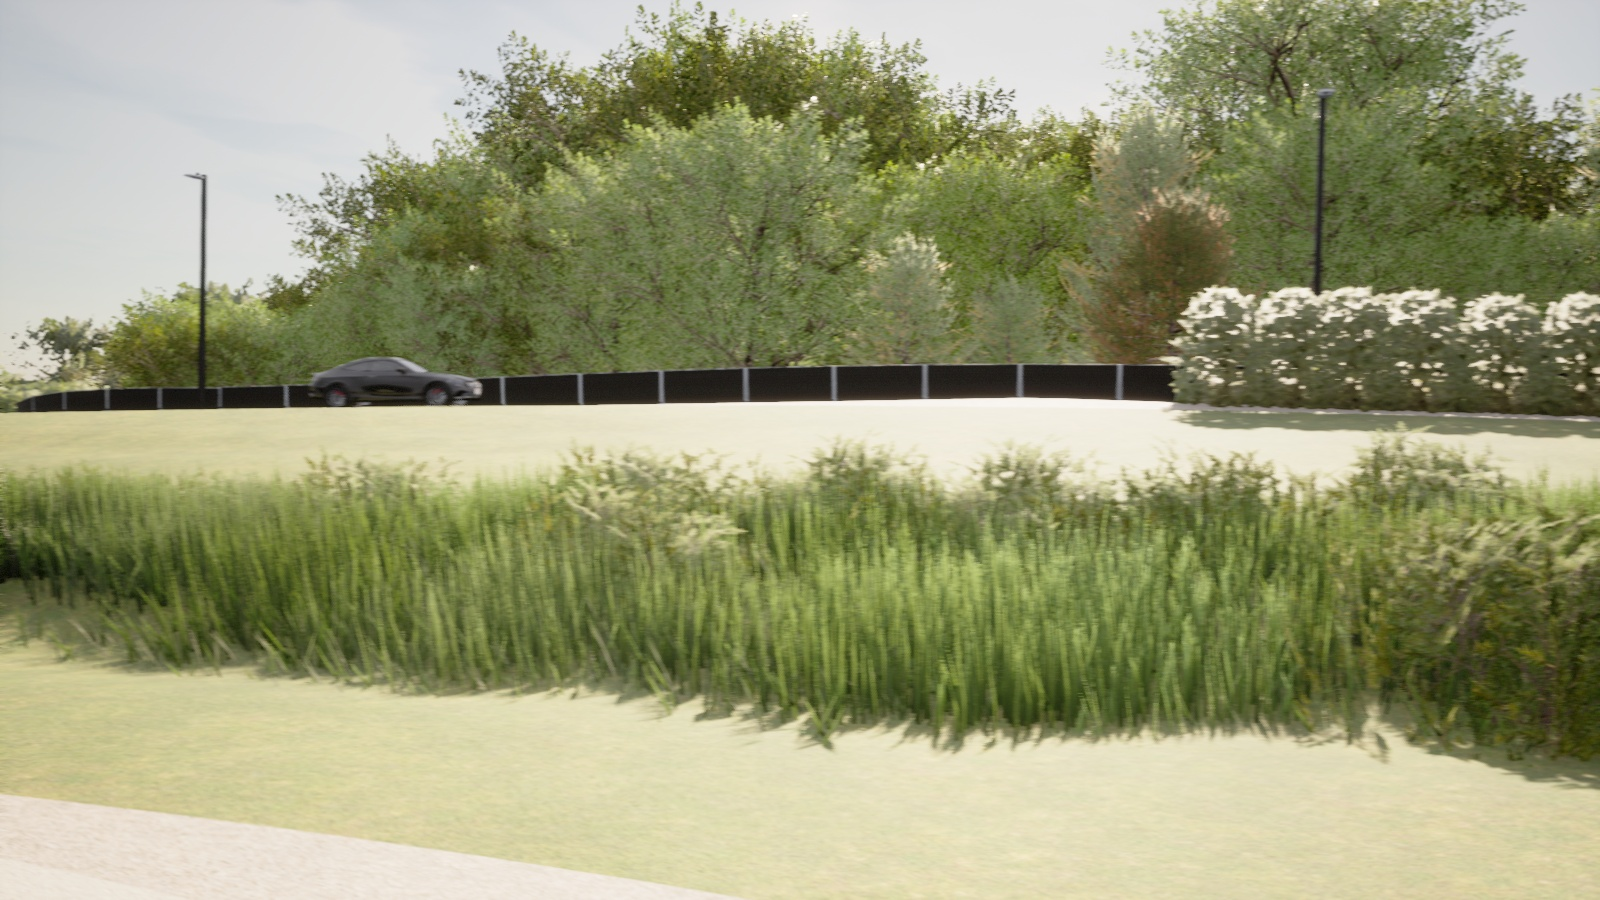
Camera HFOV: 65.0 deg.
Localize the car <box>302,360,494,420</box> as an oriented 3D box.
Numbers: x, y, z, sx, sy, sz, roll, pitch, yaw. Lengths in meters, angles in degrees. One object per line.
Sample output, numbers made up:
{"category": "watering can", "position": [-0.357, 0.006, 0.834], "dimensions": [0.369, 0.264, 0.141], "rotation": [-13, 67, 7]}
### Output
{"category": "car", "position": [-11.064, -1.623, 34.726], "dimensions": [4.674, 1.442, 1.812], "rotation": [-2, 1, 6]}
